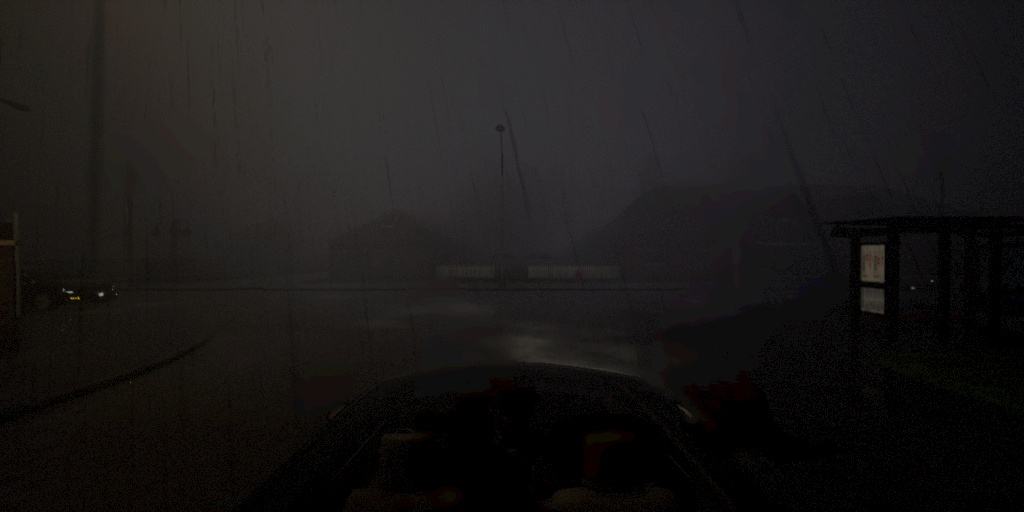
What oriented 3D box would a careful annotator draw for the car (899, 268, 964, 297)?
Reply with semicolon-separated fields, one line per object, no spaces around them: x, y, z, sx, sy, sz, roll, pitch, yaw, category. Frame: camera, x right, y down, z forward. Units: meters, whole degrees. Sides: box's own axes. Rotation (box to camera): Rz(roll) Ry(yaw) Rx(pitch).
21.578;1.228;17.308;4.718;1.301;1.895;0;0;0;car

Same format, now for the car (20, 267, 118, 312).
-17.566;1.164;13.214;4.892;1.490;1.837;0;0;0;car

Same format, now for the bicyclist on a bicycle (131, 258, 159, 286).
-22.104;0.943;21.622;0.582;1.620;1.656;0;1;0;bicyclist on a bicycle
